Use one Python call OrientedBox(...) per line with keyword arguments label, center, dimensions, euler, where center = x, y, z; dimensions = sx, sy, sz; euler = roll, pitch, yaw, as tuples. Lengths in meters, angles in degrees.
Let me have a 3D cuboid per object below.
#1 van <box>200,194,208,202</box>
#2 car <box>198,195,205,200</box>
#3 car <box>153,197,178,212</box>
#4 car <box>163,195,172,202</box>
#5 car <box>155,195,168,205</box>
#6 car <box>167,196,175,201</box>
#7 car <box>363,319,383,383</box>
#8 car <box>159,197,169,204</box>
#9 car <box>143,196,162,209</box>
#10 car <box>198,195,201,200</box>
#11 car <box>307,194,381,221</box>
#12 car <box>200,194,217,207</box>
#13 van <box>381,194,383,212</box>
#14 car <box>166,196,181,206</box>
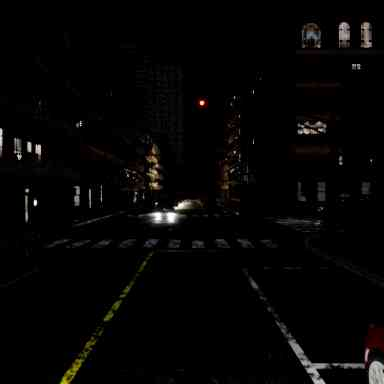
OrientedBox(label="van", center=(2.756, 1.378, 78.437), dimensions=(1.690, 1.788, 3.998), euler=(-1, 0, 0))
OrientedBox(label="car", center=(2.774, 1.602, 95.021), dimensions=(1.887, 1.381, 4.507), euler=(-1, 0, 0))
OrientedBox(label="car", center=(-3.063, 1.607, 39.348), dimensions=(1.895, 1.301, 4.718), euler=(0, 0, 0))
OrientedBox(label="car", center=(-5.623, 1.562, 78.281), dimensions=(1.752, 1.417, 4.829), euler=(-1, 0, 0))
OrientedBox(label="car", center=(-5.640, 1.462, 61.867), dimensions=(1.967, 1.590, 4.097), euler=(-1, 0, 0))
OrientedBox(label="car", center=(-5.611, 1.632, 89.507), dimensions=(1.802, 1.307, 4.206), euler=(-1, 0, 0))
OrientedBox(label="car", center=(2.682, 1.544, 1.799), dimensions=(1.887, 1.381, 4.507), euler=(0, 0, 0))
OrientedBox(label="car", center=(-5.633, 1.608, 67.395), dimensions=(1.802, 1.307, 4.206), euler=(-1, 0, 0))
OrientedBox(label="car", center=(-5.655, 1.560, 45.284), dimensions=(2.008, 1.369, 4.403), euler=(0, 0, 0))
OrientedBox(label="car", center=(2.747, 1.577, 67.381), dimensions=(2.008, 1.369, 4.403), euler=(-1, 0, 0))
OrientedBox(label="car", center=(10.953, 1.144, 24.557), dimensions=(4.553, 1.767, 2.097), euler=(-1, 0, -4))
OrientedBox(label="car", center=(2.730, 1.454, 50.798), dimensions=(1.967, 1.590, 4.097), euler=(-1, 0, 0))
OrientedBox(label="van", center=(15.666, 1.035, 27.357), dimensions=(3.998, 1.788, 1.690), euler=(-1, 1, -1))
OrientedBox(label="car", center=(-3.046, 1.517, 51.155), dimensions=(1.837, 1.490, 4.892), euler=(0, 0, 0))
